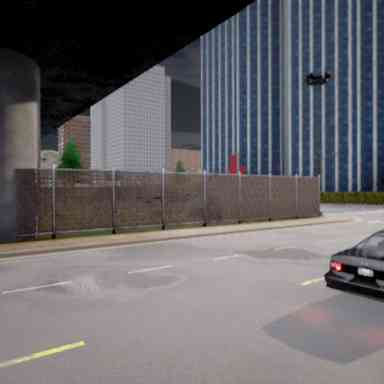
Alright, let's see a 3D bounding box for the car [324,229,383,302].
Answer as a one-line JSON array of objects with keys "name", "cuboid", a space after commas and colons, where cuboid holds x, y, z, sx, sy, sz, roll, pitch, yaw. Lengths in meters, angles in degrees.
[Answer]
[{"name": "car", "cuboid": [5.223, 1.511, 7.574, 5.357, 1.411, 2.033, 0, 0, -36]}]
